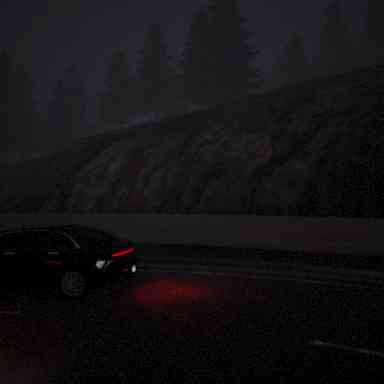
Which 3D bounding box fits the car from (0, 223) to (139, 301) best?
[{"bbox_3d":[-3.733,1.534,7.935,4.892,1.490,1.837,-1,-1,7],"label":"car"}]
